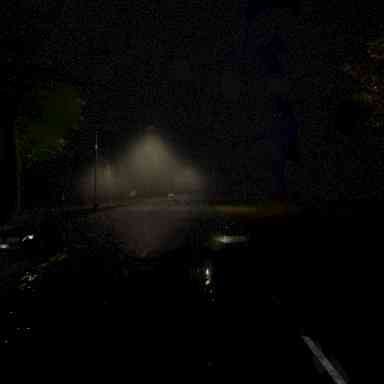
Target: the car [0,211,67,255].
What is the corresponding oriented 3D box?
[{"bbox_3d":[-6.379,1.514,13.277,1.812,1.442,4.674,0,0,-5],"label":"car"}]
